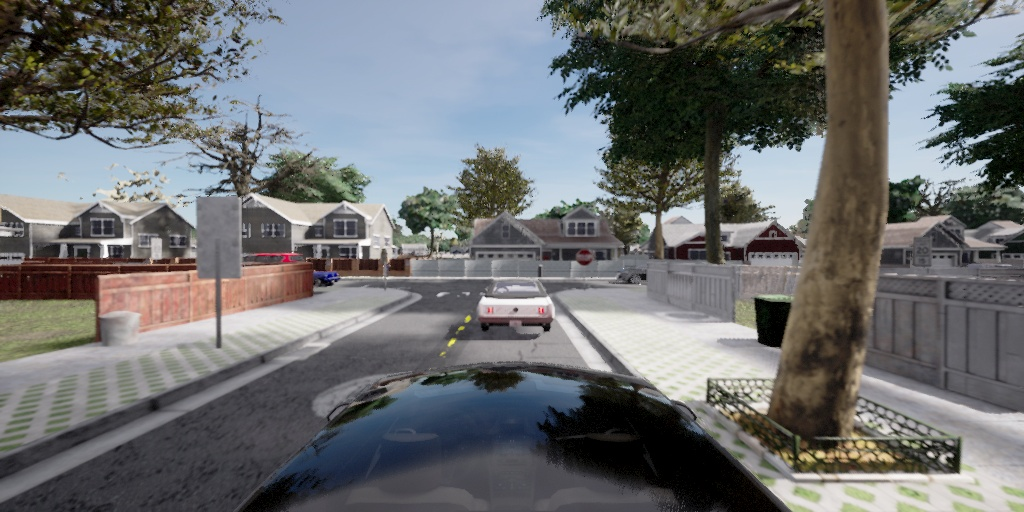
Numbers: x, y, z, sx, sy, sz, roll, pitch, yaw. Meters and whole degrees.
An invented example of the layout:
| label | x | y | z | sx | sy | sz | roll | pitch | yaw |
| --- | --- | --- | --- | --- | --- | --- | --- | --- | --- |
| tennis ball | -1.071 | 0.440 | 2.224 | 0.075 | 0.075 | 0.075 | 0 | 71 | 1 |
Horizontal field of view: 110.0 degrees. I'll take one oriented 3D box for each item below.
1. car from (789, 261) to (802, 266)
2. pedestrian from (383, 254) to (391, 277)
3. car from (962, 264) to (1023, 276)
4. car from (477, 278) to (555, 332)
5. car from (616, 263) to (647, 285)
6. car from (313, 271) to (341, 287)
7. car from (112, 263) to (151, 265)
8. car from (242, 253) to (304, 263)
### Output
| label | x | y | z | sx | sy | sz | roll | pitch | yaw |
| --- | --- | --- | --- | --- | --- | --- | --- | --- | --- |
| car | 20.870 | 1.101 | 25.420 | 4.553 | 1.767 | 2.097 | 0 | 1 | -1 |
| pedestrian | -9.772 | 0.732 | 28.014 | 0.375 | 1.860 | 0.375 | 0 | 1 | -1 |
| car | 33.778 | 1.289 | 25.545 | 4.902 | 1.511 | 2.128 | 0 | 1 | 0 |
| car | 0.122 | 1.322 | 10.787 | 1.895 | 1.301 | 4.718 | 0 | 0 | 1 |
| car | 9.889 | 1.201 | 25.314 | 4.902 | 1.511 | 2.128 | 0 | 1 | -1 |
| car | -13.246 | 1.254 | 22.125 | 4.718 | 1.301 | 1.895 | 0 | 1 | -1 |
| car | -23.092 | 1.140 | 22.023 | 4.674 | 1.442 | 1.812 | 0 | 1 | 0 |
| car | -17.434 | 0.818 | 25.106 | 5.566 | 2.045 | 2.150 | 0 | 1 | -2 |
